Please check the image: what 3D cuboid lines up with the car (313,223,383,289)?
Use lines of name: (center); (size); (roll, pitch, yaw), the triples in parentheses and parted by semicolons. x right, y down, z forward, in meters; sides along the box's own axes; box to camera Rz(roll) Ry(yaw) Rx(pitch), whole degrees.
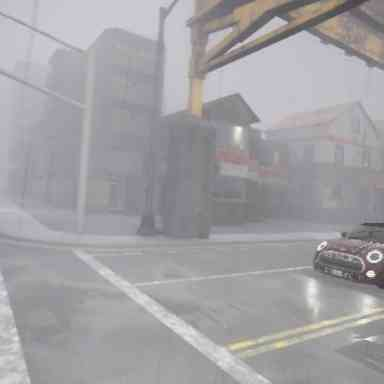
car: (5.923, 1.775, 10.410); (4.553, 1.767, 2.097); (4, 0, -33)
